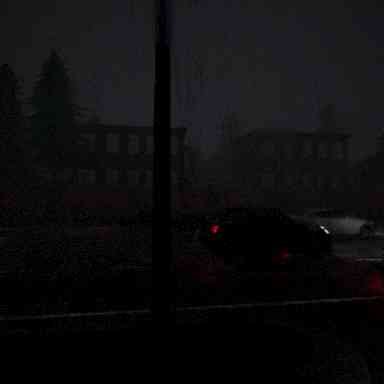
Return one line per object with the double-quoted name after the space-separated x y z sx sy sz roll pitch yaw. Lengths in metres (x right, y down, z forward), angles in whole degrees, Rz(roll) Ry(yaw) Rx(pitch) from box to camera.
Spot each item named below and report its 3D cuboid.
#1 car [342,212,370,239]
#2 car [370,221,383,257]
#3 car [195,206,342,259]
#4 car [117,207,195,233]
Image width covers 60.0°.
6.555 1.486 16.298 4.674 1.442 1.812 0 0 -10 "car"
7.828 1.530 9.415 4.674 1.442 1.812 0 0 -10 "car"
2.629 1.305 12.037 4.553 1.767 2.097 0 0 -10 "car"
-1.710 1.492 18.367 4.718 1.301 1.895 0 0 -10 "car"
